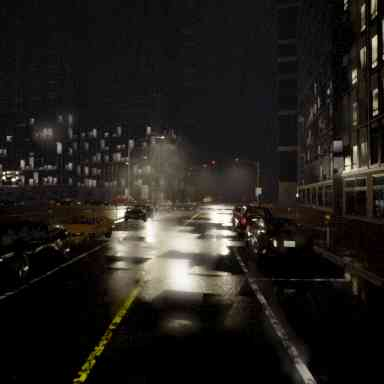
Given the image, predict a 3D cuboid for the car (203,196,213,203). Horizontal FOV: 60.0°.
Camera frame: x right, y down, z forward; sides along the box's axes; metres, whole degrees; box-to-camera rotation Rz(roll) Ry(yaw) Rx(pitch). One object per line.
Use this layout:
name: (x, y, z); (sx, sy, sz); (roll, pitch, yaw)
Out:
car: (3.567, 1.674, 73.822); (1.752, 1.417, 4.829); (1, 0, 14)

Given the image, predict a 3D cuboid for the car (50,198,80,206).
car: (-20.650, 1.695, 55.342); (4.403, 1.369, 2.008); (0, -1, 15)

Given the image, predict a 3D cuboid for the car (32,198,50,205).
car: (-29.530, 1.893, 65.947); (4.829, 1.417, 1.752); (0, -1, 15)

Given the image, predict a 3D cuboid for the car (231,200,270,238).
car: (3.267, 1.448, 17.598); (1.967, 1.590, 4.097); (1, 0, 4)

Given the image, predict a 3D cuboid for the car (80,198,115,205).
car: (-15.257, 1.674, 53.864); (4.313, 1.339, 1.947); (0, -1, 15)

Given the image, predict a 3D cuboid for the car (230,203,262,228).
car: (3.655, 1.556, 23.227); (1.887, 1.381, 4.507); (1, 0, 5)

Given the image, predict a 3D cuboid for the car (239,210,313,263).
car: (2.976, 1.570, 11.918); (1.947, 1.339, 4.313); (1, 0, 2)

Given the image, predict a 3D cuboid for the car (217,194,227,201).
car: (8.124, 1.529, 89.912); (2.192, 1.841, 5.009); (1, 0, 16)

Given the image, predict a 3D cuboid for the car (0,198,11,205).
car: (-40.157, 1.989, 68.861); (4.403, 1.369, 2.008); (0, -1, 15)

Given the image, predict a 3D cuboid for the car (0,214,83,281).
car: (-5.121, 1.574, 9.985); (1.947, 1.339, 4.313); (1, 0, 2)

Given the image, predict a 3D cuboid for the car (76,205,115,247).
car: (-4.892, 1.540, 15.308); (1.752, 1.417, 4.829); (1, 0, 3)

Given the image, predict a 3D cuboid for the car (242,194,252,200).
car: (12.567, 1.439, 76.065); (2.192, 1.841, 5.009); (1, 0, 15)

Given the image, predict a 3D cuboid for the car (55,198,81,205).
car: (-23.971, 1.882, 64.423); (4.403, 1.369, 2.008); (0, -1, 15)

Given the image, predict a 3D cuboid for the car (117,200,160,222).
car: (-4.126, 1.578, 26.408); (2.008, 1.369, 4.403); (1, 0, 5)

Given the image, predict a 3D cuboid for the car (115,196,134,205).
car: (-13.181, 1.574, 61.468); (5.009, 1.841, 2.192); (0, -1, 15)

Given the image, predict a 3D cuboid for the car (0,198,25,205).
car: (-31.436, 1.766, 58.300); (4.403, 1.369, 2.008); (0, -1, 15)

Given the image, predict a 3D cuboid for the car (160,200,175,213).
car: (-3.000, 1.594, 37.165); (2.008, 1.369, 4.403); (1, 0, 7)
